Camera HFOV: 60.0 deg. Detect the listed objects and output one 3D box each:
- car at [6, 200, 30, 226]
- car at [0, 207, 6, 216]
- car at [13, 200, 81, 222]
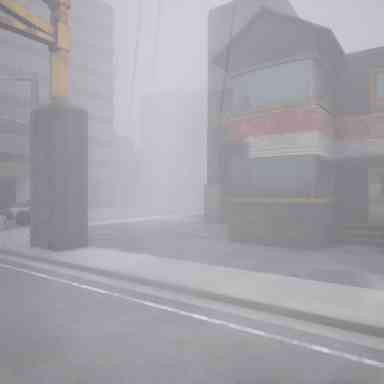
[{"bbox_3d":[-9.766,1.398,22.767,2.038,1.542,4.974,0,0,15],"label":"car"},{"bbox_3d":[-12.924,1.234,25.466,4.536,1.218,1.853,0,0,-30],"label":"car"},{"bbox_3d":[-9.753,1.240,22.816,1.853,1.218,4.536,0,0,15],"label":"car"}]
